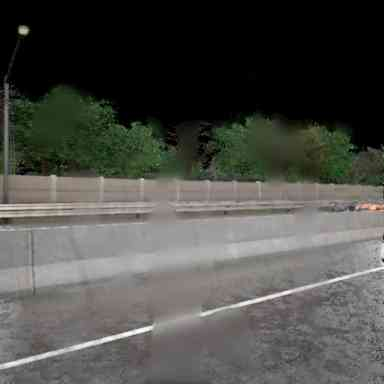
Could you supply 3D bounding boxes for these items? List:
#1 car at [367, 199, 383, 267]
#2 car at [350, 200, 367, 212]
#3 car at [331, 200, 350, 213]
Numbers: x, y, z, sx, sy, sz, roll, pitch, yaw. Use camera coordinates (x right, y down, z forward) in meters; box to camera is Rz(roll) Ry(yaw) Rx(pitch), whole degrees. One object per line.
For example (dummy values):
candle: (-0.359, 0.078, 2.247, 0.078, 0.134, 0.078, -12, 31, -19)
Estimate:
car: (7.251, 1.288, 8.908, 5.566, 2.045, 2.150, 0, 0, -35)
car: (18.917, 1.556, 34.514, 4.553, 1.767, 2.097, 0, 0, -35)
car: (17.875, 1.716, 38.056, 4.892, 1.490, 1.837, 0, 0, -35)
